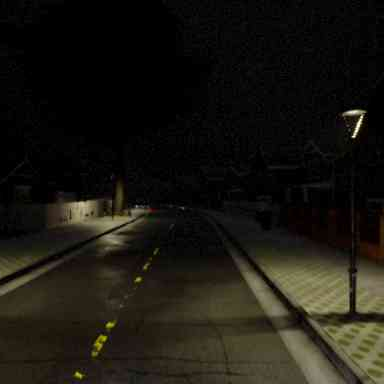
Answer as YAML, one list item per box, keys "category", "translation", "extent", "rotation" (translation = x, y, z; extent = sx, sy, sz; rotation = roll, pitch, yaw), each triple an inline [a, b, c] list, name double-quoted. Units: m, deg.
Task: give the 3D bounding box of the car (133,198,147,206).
- category: "car"
  translation: [-10.845, 2.025, 68.309]
  extent: [1.812, 1.442, 4.674]
  rotation: [0, 0, -24]
